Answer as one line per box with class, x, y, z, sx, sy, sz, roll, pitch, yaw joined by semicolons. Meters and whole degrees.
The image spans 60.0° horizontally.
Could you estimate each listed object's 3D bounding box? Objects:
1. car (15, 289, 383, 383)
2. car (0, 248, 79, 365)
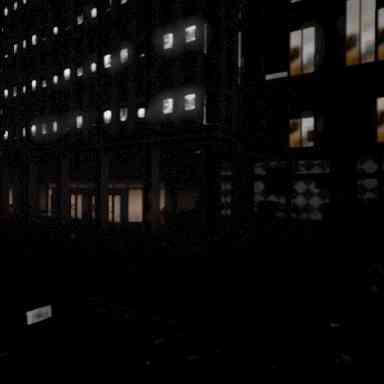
car;0.950;1.569;2.184;4.313;1.339;1.947;-1;1;35
car;-3.631;1.612;5.448;4.313;1.339;1.947;-1;1;35
